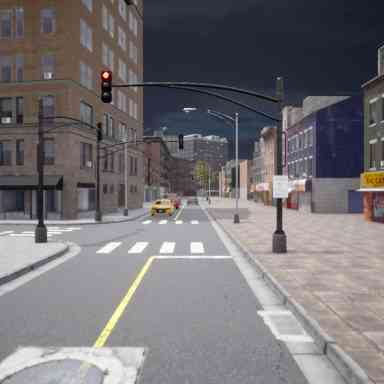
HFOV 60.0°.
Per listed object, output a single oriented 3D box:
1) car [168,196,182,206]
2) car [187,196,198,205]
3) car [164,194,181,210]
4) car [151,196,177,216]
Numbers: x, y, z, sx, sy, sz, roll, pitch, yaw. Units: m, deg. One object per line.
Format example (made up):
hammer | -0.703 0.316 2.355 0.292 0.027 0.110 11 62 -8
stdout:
car | -2.811 1.505 56.023 2.128 1.511 4.902 0 0 1
car | 0.119 1.507 59.117 2.128 1.511 4.902 0 0 0
car | -2.833 1.231 43.900 2.150 2.045 5.566 0 0 0
car | -2.835 1.481 32.741 1.882 1.535 5.008 0 0 0
